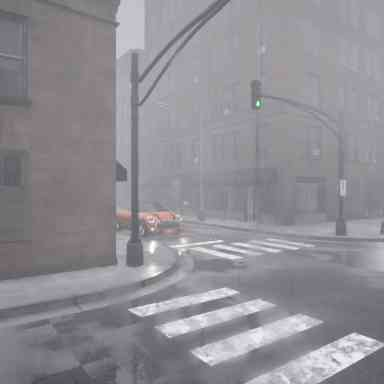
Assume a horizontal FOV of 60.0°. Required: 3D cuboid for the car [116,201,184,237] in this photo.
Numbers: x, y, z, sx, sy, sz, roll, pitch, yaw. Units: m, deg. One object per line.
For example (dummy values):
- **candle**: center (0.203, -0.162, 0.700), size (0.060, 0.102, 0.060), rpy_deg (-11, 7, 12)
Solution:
- **car**: center (-2.362, 1.263, 17.521), size (2.097, 1.767, 4.553), rpy_deg (0, 0, -35)
